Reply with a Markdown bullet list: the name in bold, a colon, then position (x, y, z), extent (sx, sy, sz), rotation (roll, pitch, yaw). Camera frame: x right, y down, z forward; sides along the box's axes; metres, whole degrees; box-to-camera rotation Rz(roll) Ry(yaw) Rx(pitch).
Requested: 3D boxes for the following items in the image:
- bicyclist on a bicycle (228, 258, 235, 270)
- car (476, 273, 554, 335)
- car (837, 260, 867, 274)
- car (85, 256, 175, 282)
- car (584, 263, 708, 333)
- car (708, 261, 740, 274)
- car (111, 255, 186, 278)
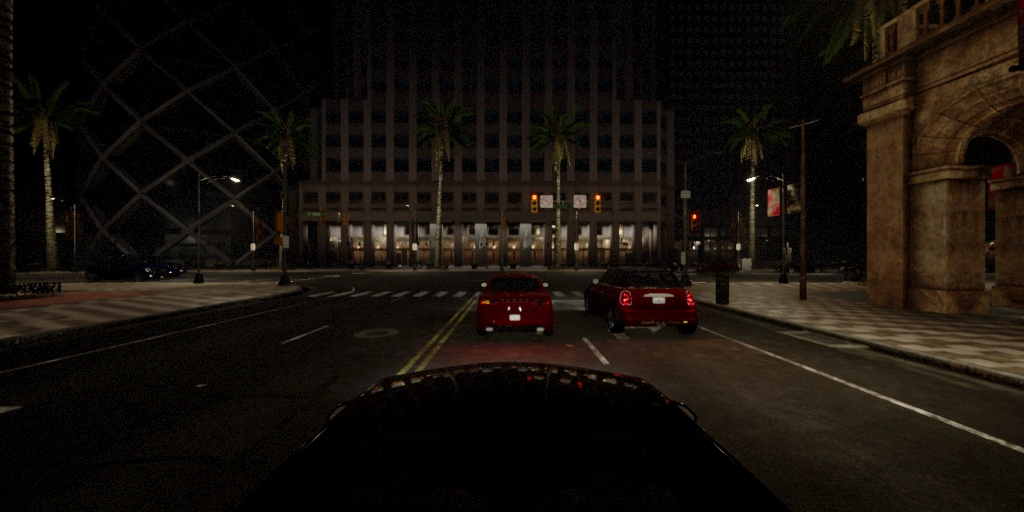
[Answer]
- **bicyclist on a bicycle**: position (-35.747, 1.036, 45.752), extent (0.582, 1.620, 1.656), rotation (0, 0, -12)
- **car**: position (0.081, 1.225, 10.494), extent (1.882, 1.535, 5.008), rotation (0, 0, 0)
- **car**: position (38.659, 1.228, 39.355), extent (4.902, 1.511, 2.128), rotation (0, 0, 1)
- **car**: position (-30.122, 1.093, 28.196), extent (4.553, 1.767, 2.097), rotation (0, 0, -10)
- **car**: position (3.582, 1.099, 10.835), extent (2.097, 1.767, 4.553), rotation (0, 0, 0)
- **car**: position (22.415, 1.263, 39.417), extent (4.674, 1.442, 1.812), rotation (0, 0, 0)
- **car**: position (-32.291, 0.961, 31.460), extent (5.566, 2.045, 2.150), rotation (0, 0, -13)
